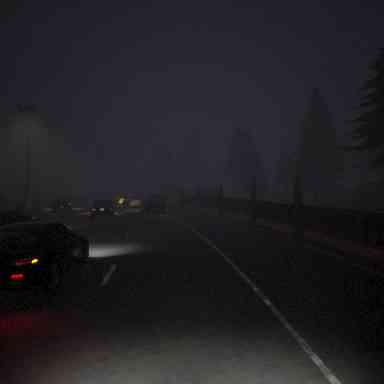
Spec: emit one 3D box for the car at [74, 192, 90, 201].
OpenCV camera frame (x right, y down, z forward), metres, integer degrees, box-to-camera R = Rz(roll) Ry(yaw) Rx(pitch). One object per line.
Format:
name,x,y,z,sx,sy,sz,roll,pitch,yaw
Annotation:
car,-21.196,0.845,63.941,2.097,1.767,4.553,-1,1,-37

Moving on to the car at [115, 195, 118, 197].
car,-10.163,1.065,47.415,1.801,1.575,5.366,0,1,-26

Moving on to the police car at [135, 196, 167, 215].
police car,-3.720,1.163,31.024,1.930,1.638,5.238,0,1,-17

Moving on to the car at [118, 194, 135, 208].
car,-7.454,1.111,41.418,1.801,1.575,5.366,0,1,-23

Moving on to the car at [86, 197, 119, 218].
car,-7.306,1.328,27.037,2.033,1.411,5.357,0,1,-16

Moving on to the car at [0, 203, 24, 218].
car,-8.160,1.440,14.353,2.033,1.411,5.357,0,1,-9

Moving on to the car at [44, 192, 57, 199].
car,-32.336,0.846,76.748,5.008,1.535,1.882,0,1,42

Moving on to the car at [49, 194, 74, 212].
car,-13.371,1.256,34.306,1.812,1.442,4.674,0,0,-20

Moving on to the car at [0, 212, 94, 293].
car,-3.979,1.460,8.441,1.812,1.442,4.674,0,0,-5

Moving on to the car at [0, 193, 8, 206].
car,-27.520,1.001,47.506,2.097,1.767,4.553,0,0,-31
